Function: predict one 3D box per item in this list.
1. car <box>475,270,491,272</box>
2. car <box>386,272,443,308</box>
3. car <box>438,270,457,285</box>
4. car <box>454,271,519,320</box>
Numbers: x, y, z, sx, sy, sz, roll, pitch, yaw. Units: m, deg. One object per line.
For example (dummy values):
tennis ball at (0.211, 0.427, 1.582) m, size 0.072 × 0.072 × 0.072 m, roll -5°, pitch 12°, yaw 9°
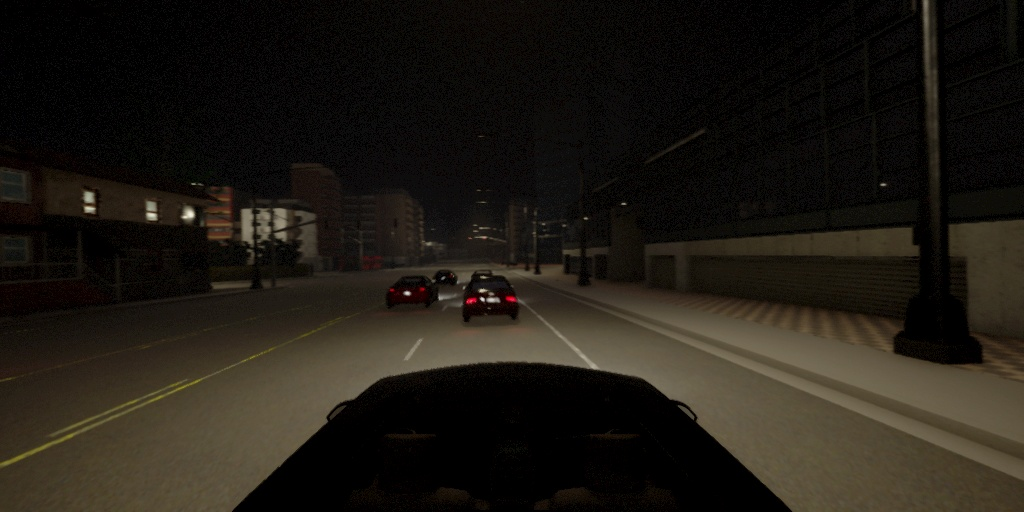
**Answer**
car at (-2.643, 1.891, 32.553) m, size 1.895 × 1.301 × 4.718 m, roll -1°, pitch -1°, yaw -5°
car at (-4.771, 1.663, 17.669) m, size 1.994 × 1.385 × 4.181 m, roll -1°, pitch -1°, yaw -5°
car at (-6.255, 1.961, 33.587) m, size 1.994 × 1.385 × 4.181 m, roll -1°, pitch -1°, yaw -5°
car at (-0.855, 1.444, 13.344) m, size 2.033 × 1.411 × 5.357 m, roll -1°, pitch -1°, yaw -5°
